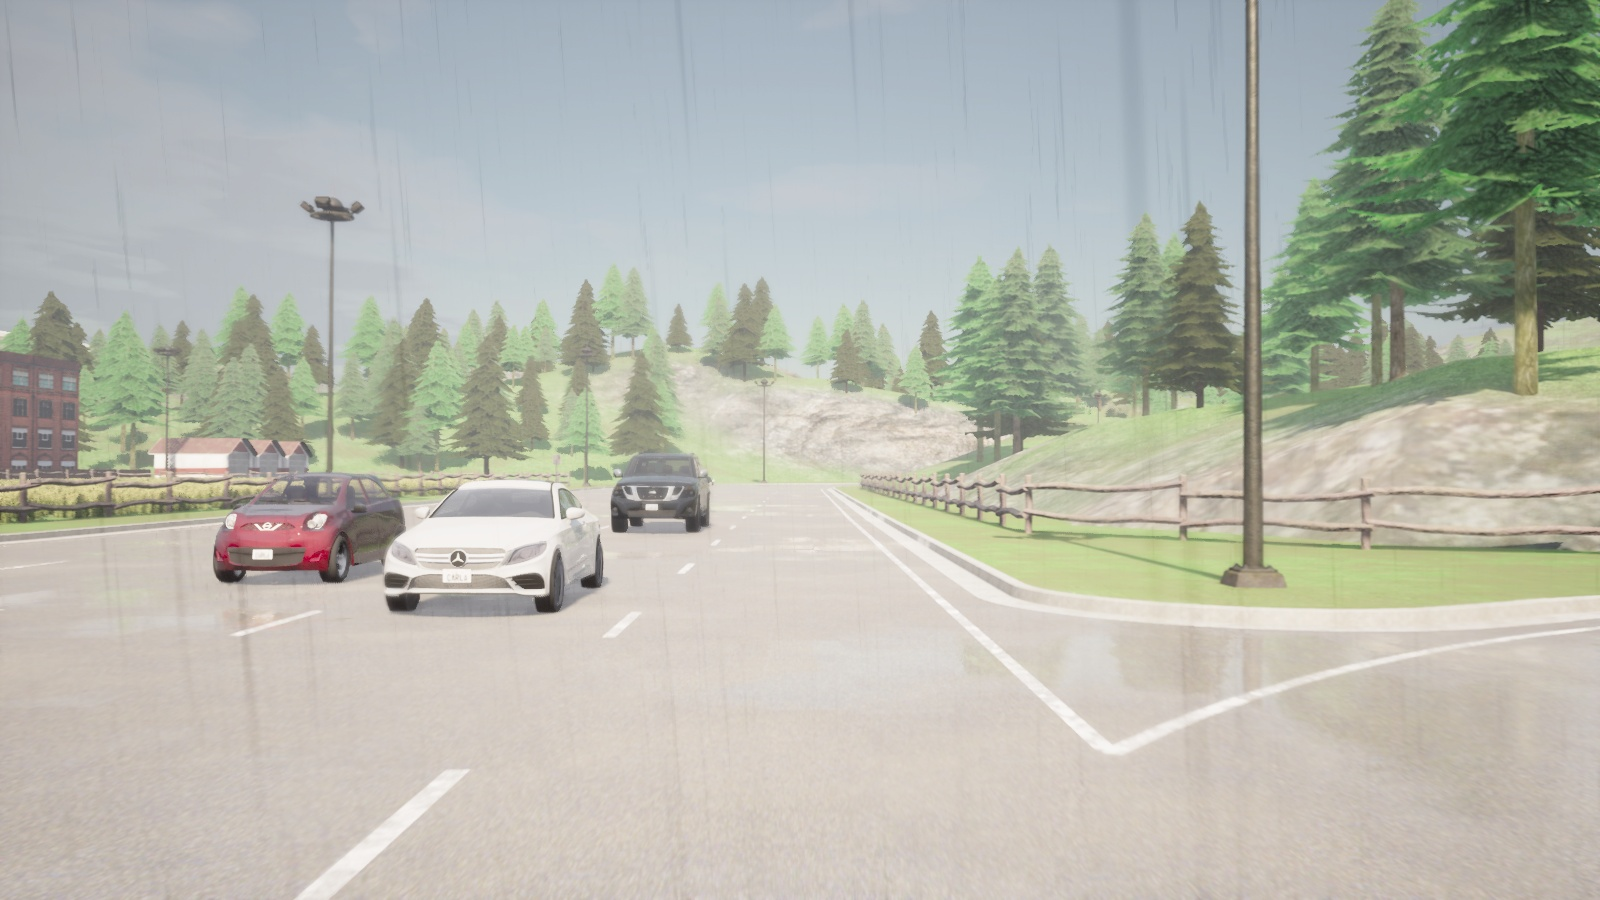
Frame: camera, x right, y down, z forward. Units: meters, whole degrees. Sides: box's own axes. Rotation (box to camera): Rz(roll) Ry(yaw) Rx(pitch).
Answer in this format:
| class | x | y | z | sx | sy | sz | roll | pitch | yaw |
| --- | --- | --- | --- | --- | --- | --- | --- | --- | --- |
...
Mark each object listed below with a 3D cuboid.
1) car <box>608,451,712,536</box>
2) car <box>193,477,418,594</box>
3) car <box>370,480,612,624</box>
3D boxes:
| class | x | y | z | sx | sy | sz | roll | pitch | yaw |
| --- | --- | --- | --- | --- | --- | --- | --- | --- | --- |
| car | -3.581 | 1.103 | 33.143 | 2.150 | 2.045 | 5.566 | 0 | -1 | 0 |
| car | -7.044 | 1.163 | 18.295 | 1.845 | 1.501 | 3.633 | 0 | -1 | 0 |
| car | -3.537 | 1.111 | 15.293 | 1.812 | 1.442 | 4.674 | 0 | -1 | 0 |
